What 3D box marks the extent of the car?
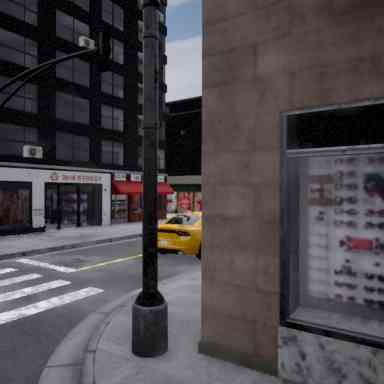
[{"bbox_3d":[0.465,1.501,12.864,1.882,1.535,5.008,0,0,33],"label":"car"}]
